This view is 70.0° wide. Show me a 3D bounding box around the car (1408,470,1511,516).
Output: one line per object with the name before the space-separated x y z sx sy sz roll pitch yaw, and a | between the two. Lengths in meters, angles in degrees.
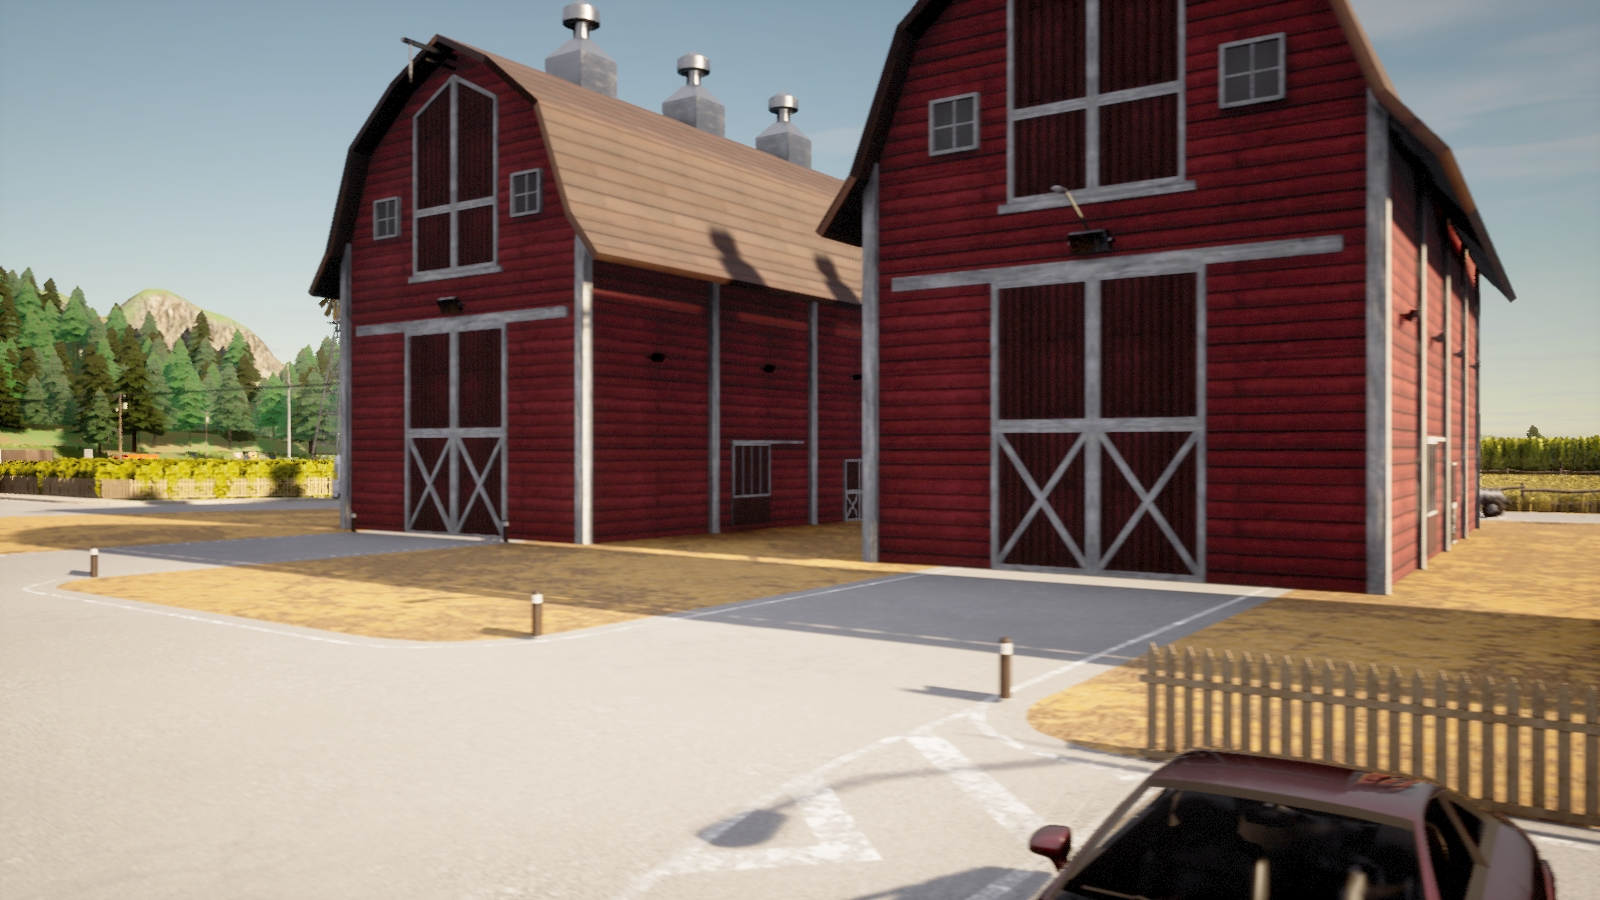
car | 28.970 1.857 50.248 3.866 1.878 1.905 0 0 32

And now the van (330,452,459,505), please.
van | -20.655 1.412 58.332 5.915 2.561 1.988 0 0 -31
